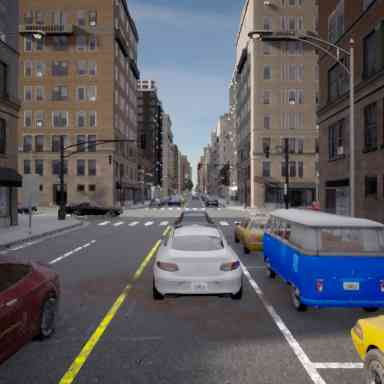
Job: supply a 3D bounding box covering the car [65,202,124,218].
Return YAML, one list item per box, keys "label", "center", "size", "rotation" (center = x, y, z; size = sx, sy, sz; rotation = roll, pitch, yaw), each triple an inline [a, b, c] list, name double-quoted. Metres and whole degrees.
- label: "car"
  center: [-8.411, 1.555, 29.030]
  size: [4.718, 1.301, 1.895]
  rotation: [2, -1, 0]

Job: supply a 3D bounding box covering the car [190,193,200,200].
- label: "car"
  center: [0.951, 1.523, 91.829]
  size: [1.812, 1.442, 4.674]
  rotation: [0, 0, 1]

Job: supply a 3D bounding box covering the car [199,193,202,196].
- label: "car"
  center: [3.594, 1.550, 89.493]
  size: [2.008, 1.369, 4.403]
  rotation: [1, 0, 1]

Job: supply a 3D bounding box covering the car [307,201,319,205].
- label: "car"
  center: [13.863, 1.615, 32.098]
  size: [4.674, 1.442, 1.812]
  rotation: [0, -1, 0]

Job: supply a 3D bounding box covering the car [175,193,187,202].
- label: "car"
  center: [-2.533, 1.483, 61.884]
  size: [1.882, 1.535, 5.008]
  rotation: [0, 0, 1]

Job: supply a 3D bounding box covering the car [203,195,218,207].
- label: "car"
  center: [3.052, 1.571, 50.782]
  size: [1.947, 1.339, 4.313]
  rotation: [1, 0, 1]

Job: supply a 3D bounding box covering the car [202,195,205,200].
- label: "car"
  center: [3.130, 1.549, 56.312]
  size: [1.887, 1.381, 4.507]
  rotation: [1, 0, 1]

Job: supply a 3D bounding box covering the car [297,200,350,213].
- label: "car"
  center: [15.247, 1.712, 38.787]
  size: [5.357, 1.411, 2.033]
  rotation: [0, -1, 0]

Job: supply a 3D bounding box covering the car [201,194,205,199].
- label: "car"
  center: [3.207, 1.555, 61.842]
  size: [2.008, 1.369, 4.403]
  rotation: [1, 0, 1]

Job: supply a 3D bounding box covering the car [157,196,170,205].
- label: "car"
  center: [-5.318, 1.556, 61.955]
  size: [2.008, 1.369, 4.403]
  rotation: [1, 0, 1]

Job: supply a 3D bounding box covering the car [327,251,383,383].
- label: "car"
  center: [2.678, 1.526, 1.941]
  size: [1.752, 1.417, 4.829]
  rotation: [1, 0, 0]

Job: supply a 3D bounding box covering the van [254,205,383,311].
- label: "van"
  center: [2.686, 1.342, 7.445]
  size: [1.690, 1.788, 3.998]
  rotation: [1, 0, 0]

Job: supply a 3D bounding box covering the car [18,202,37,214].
- label: "car"
  center: [-18.055, 1.411, 32.354]
  size: [5.357, 1.411, 2.033]
  rotation: [0, -1, 0]

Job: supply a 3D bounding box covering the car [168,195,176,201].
- label: "car"
  center: [-5.010, 1.527, 83.900]
  size: [1.752, 1.417, 4.829]
  rotation: [1, 0, 1]

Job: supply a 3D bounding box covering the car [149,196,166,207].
- label: "car"
  center: [-5.473, 1.588, 50.897]
  size: [1.802, 1.307, 4.206]
  rotation: [1, 0, 1]

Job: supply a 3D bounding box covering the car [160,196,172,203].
- label: "car"
  center: [-5.240, 1.549, 67.483]
  size: [1.887, 1.381, 4.507]
  rotation: [1, 0, 1]

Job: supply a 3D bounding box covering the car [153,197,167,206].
- label: "car"
  center: [-5.395, 1.572, 56.426]
  size: [1.947, 1.339, 4.313]
  rotation: [1, 0, 1]

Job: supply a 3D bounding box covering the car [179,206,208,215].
- label: "car"
  center: [0.110, 1.567, 15.629]
  size: [1.994, 1.385, 4.181]
  rotation: [0, 0, 0]

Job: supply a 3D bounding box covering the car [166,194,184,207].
- label: "car"
  center: [-2.693, 1.484, 52.224]
  size: [1.882, 1.535, 5.008]
  rotation: [0, 0, 1]

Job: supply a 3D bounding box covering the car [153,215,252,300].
- label: "car"
  center: [0.086, 1.527, 8.294]
  size: [1.812, 1.442, 4.674]
  rotation: [0, 0, -1]

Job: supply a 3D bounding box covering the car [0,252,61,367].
- label: "car"
  center: [-3.083, 1.526, 3.822]
  size: [1.812, 1.442, 4.674]
  rotation: [0, 0, 0]

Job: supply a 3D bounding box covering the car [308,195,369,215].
- label: "car"
  center: [15.599, 1.357, 35.539]
  size: [5.566, 2.045, 2.150]
  rotation: [0, -1, 0]

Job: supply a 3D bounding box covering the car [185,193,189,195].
- label: "car"
  center: [-2.326, 1.359, 72.011]
  size: [2.097, 1.767, 4.553]
  rotation: [0, 0, 1]

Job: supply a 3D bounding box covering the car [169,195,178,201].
- label: "car"
  center: [-4.931, 1.566, 89.598]
  size: [1.947, 1.339, 4.313]
  rotation: [1, 0, 1]

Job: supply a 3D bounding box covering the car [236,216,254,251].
- label: "car"
  center: [2.692, 1.528, 13.288]
  size: [1.752, 1.417, 4.829]
  rotation: [1, 0, 0]
